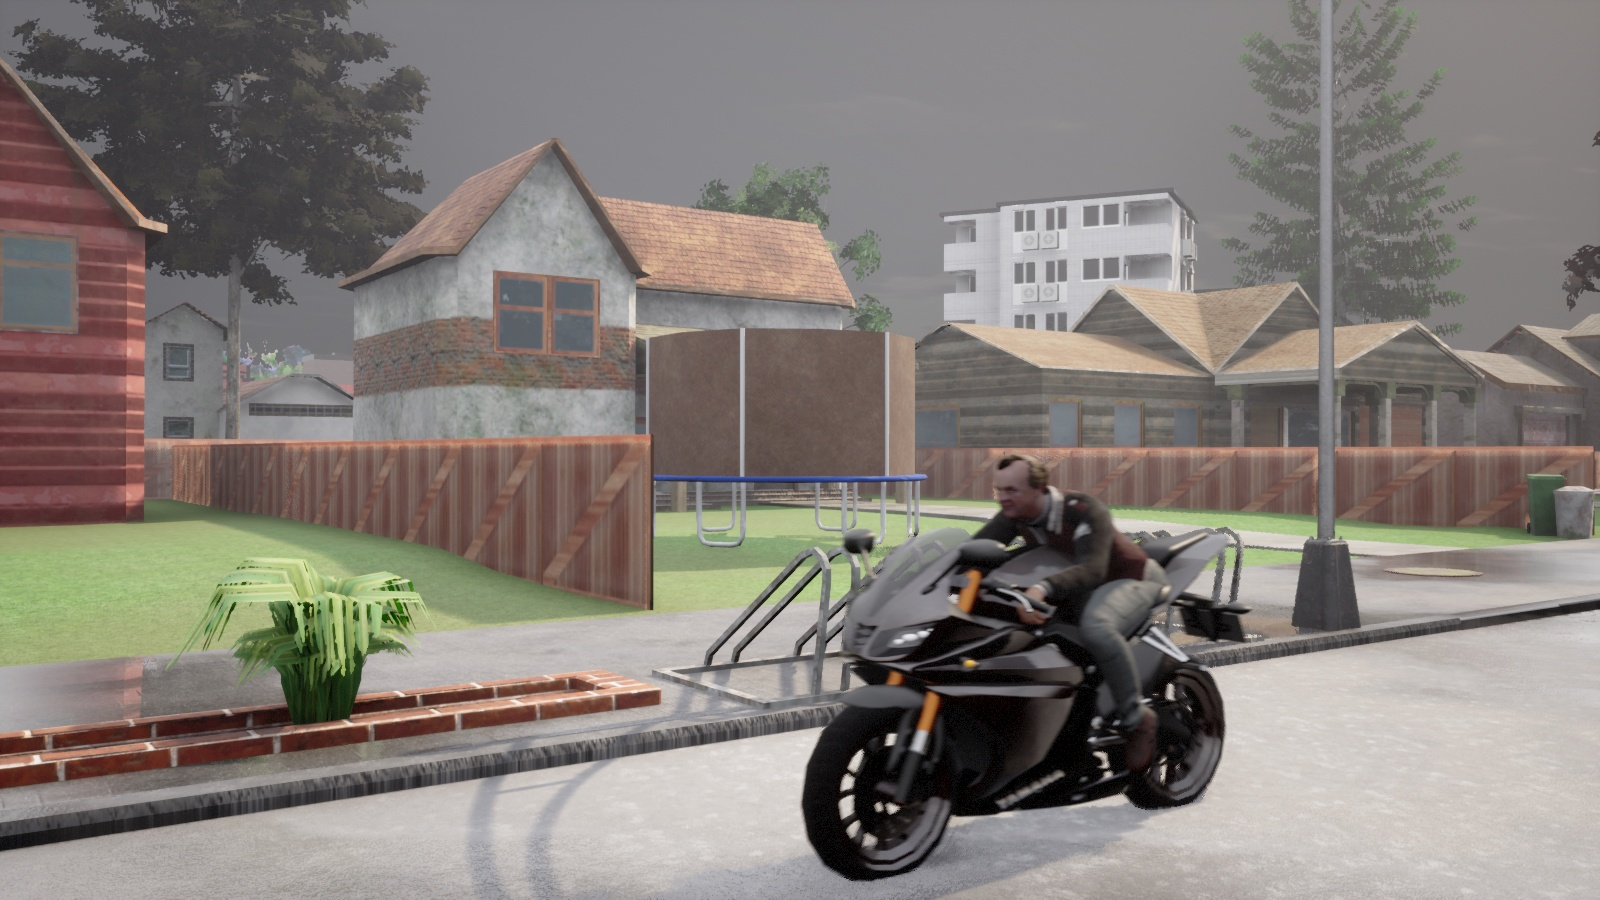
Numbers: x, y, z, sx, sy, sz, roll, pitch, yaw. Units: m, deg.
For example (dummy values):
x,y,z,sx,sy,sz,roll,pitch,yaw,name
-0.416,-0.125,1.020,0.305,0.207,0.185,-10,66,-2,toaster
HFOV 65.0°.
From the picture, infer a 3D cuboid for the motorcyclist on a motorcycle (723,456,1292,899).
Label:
x,y,z,sx,sy,sz,roll,pitch,yaw,name
0.867,0.790,4.872,2.191,1.530,0.866,0,0,-35,motorcyclist on a motorcycle
